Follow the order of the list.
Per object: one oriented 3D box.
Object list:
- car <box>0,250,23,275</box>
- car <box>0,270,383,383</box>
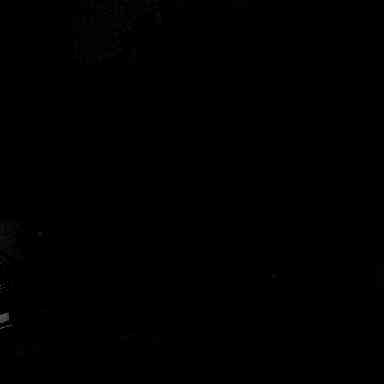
[{"bbox_3d":[-4.534,1.605,6.013,4.403,1.369,2.008,-1,1,35],"label":"car"},{"bbox_3d":[-0.014,1.578,2.800,4.313,1.339,1.947,-1,1,35],"label":"car"}]
